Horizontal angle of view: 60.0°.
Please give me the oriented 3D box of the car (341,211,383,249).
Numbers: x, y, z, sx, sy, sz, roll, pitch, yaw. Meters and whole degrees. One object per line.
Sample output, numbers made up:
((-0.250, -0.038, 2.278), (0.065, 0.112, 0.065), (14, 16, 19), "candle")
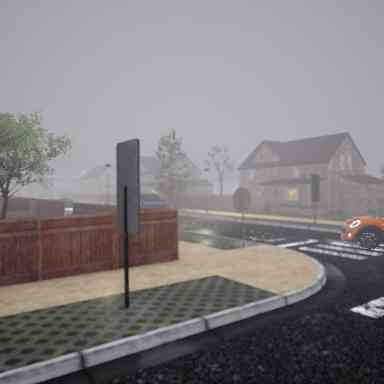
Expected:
((8.354, 1.257, 13.028), (4.553, 1.767, 2.097), (0, 0, 19), "car")

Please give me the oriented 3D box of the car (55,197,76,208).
((-16.459, 1.330, 42.995), (1.994, 1.385, 4.181), (-1, 0, -35), "car")

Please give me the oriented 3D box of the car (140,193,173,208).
((-3.539, 1.077, 24.883), (2.150, 2.045, 5.566), (-1, 1, -36), "car")
